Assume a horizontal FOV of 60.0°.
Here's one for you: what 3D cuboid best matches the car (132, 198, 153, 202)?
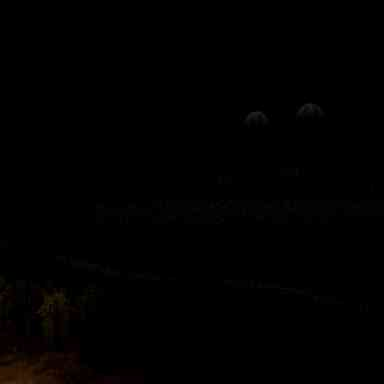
[{"bbox_3d":[-8.185,1.647,56.941,1.895,1.301,4.718,0,0,36],"label":"car"}]
